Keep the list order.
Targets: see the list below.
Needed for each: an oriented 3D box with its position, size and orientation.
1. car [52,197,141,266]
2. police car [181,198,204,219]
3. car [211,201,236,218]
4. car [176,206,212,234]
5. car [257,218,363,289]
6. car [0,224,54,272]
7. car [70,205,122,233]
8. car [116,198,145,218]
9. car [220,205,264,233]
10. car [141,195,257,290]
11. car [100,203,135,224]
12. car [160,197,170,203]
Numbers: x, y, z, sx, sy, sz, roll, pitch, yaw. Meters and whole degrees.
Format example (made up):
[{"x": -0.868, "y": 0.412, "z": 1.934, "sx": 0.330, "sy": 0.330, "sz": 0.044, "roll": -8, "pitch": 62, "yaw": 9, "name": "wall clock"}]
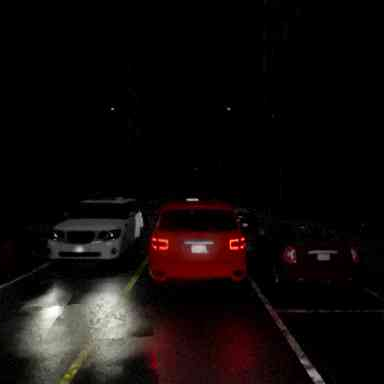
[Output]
[{"x": -3.086, "y": 1.222, "z": 11.889, "sx": 2.150, "sy": 2.045, "sz": 5.566, "roll": 0, "pitch": 0, "yaw": 0, "name": "car"}, {"x": 0.036, "y": 1.429, "z": 30.283, "sx": 1.930, "sy": 1.638, "sz": 5.238, "roll": 0, "pitch": 0, "yaw": 0, "name": "police car"}, {"x": 2.891, "y": 1.570, "z": 31.168, "sx": 1.947, "sy": 1.339, "sz": 4.313, "roll": 0, "pitch": 0, "yaw": 0, "name": "car"}, {"x": 0.123, "y": 1.602, "z": 20.019, "sx": 1.895, "sy": 1.301, "sz": 4.718, "roll": 0, "pitch": 0, "yaw": 0, "name": "car"}, {"x": 2.864, "y": 1.440, "z": 9.162, "sx": 1.967, "sy": 1.590, "sz": 4.097, "roll": 0, "pitch": 0, "yaw": 0, "name": "car"}, {"x": -5.661, "y": 1.582, "z": 9.173, "sx": 1.802, "sy": 1.307, "sz": 4.206, "roll": 0, "pitch": 0, "yaw": 0, "name": "car"}, {"x": -5.647, "y": 1.567, "z": 20.176, "sx": 1.947, "sy": 1.339, "sz": 4.313, "roll": 0, "pitch": 0, "yaw": 0, "name": "car"}, {"x": -5.634, "y": 1.444, "z": 31.179, "sx": 1.967, "sy": 1.590, "sz": 4.097, "roll": 0, "pitch": 0, "yaw": 0, "name": "car"}, {"x": 2.878, "y": 1.552, "z": 20.165, "sx": 2.008, "sy": 1.369, "sz": 4.403, "roll": 0, "pitch": 0, "yaw": 0, "name": "car"}, {"x": 0.114, "y": 1.222, "z": 9.249, "sx": 2.150, "sy": 2.045, "sz": 5.566, "roll": 0, "pitch": 0, "yaw": 0, "name": "car"}, {"x": -5.641, "y": 1.584, "z": 25.677, "sx": 1.802, "sy": 1.307, "sz": 4.206, "roll": 0, "pitch": 0, "yaw": 0, "name": "car"}, {"x": -5.554, "y": 1.628, "z": 68.281, "sx": 1.802, "sy": 1.307, "sz": 4.206, "roll": 0, "pitch": 0, "yaw": 0, "name": "car"}]
